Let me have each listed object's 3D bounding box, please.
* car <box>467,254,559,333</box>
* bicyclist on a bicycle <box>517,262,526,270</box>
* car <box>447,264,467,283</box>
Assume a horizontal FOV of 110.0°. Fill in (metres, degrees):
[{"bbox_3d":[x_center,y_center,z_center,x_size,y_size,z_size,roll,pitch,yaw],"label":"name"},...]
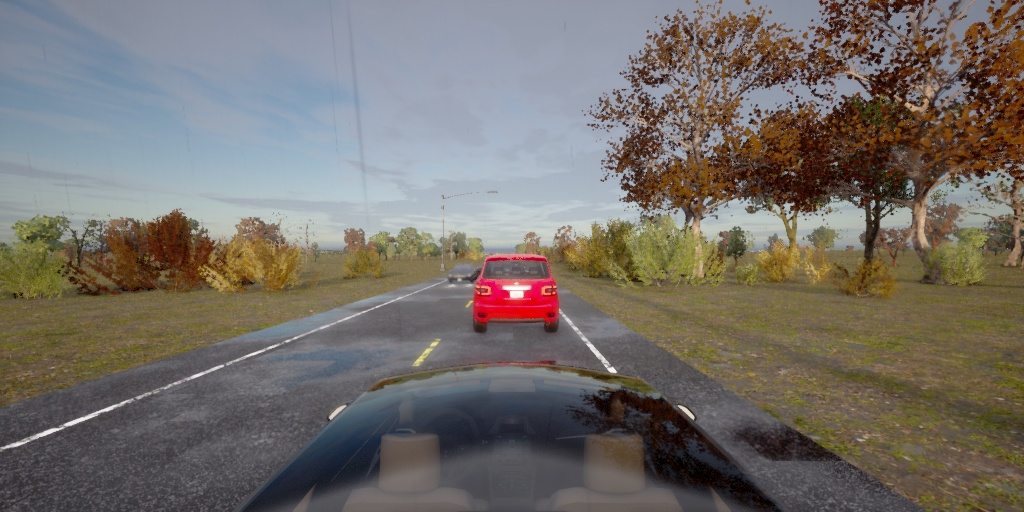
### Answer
[{"bbox_3d":[0.083,0.968,10.884,2.150,2.045,5.566,0,0,-1],"label":"car"},{"bbox_3d":[0.873,1.110,30.063,0.659,1.776,1.843,0,0,0],"label":"bicyclist on a bicycle"},{"bbox_3d":[-3.672,1.288,27.670,2.033,1.411,5.357,0,0,-1],"label":"car"}]
